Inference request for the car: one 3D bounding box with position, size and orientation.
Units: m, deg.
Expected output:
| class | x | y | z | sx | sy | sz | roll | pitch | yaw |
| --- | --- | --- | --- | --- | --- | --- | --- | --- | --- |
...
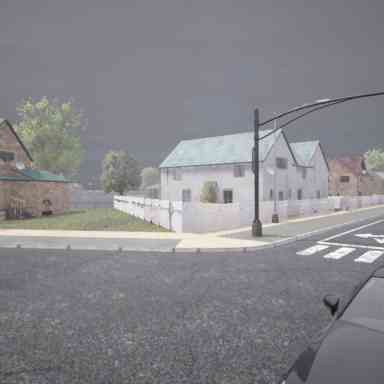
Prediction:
| class | x | y | z | sx | sy | sz | roll | pitch | yaw |
| --- | --- | --- | --- | --- | --- | --- | --- | --- | --- |
| car | 2.548 | 1.524 | 3.442 | 1.812 | 1.442 | 4.674 | 0 | 0 | 42 |
